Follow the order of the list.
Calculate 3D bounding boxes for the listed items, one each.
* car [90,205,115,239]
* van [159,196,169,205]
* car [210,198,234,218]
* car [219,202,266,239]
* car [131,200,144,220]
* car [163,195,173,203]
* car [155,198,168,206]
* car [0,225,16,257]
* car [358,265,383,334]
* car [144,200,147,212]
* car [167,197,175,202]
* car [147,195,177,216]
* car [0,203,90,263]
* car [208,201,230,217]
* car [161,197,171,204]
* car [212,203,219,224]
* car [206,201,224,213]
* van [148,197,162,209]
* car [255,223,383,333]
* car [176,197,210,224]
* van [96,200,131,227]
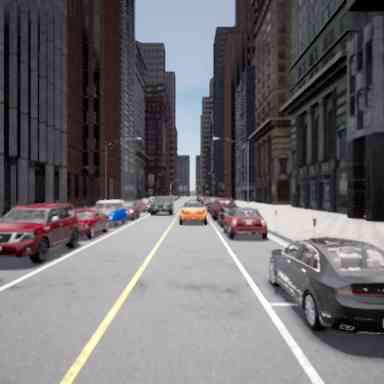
[{"bbox_3d":[-5.766,1.641,18.023,1.887,1.381,4.507,0,0,0],"label":"car"},{"bbox_3d":[-5.769,1.715,68.753,1.690,1.788,3.998,0,0,0],"label":"van"},{"bbox_3d":[2.758,1.473,29.308,2.192,1.841,5.009,0,0,0],"label":"car"},{"bbox_3d":[2.759,1.537,18.034,1.967,1.590,4.097,0,0,0],"label":"car"},{"bbox_3d":[-5.767,1.597,29.297,1.967,1.590,4.097,0,0,0],"label":"car"},{"bbox_3d":[-5.770,1.754,80.027,2.192,1.841,5.009,0,0,0],"label":"car"},{"bbox_3d":[-5.768,1.892,63.116,2.008,1.369,4.403,0,0,0],"label":"car"},{"bbox_3d":[-5.765,1.602,6.750,1.947,1.339,4.313,0,0,0],"label":"car"},{"bbox_3d":[2.760,1.533,1.295,1.752,1.417,4.829,0,0,0],"label":"car"},{"bbox_3d":[-5.767,1.658,40.571,1.967,1.590,4.097,0,0,0],"label":"car"},{"bbox_3d":[-5.770,2.071,91.298,1.947,1.339,4.313,0,0,0],"label":"car"},{"bbox_3d":[-3.059,1.413,35.253,2.150,2.045,5.566,0,-1,0],"label":"car"},{"bbox_3d":[-5.766,1.382,12.387,2.192,1.841,5.009,0,0,0],"label":"car"},{"bbox_3d":[2.758,1.733,34.943,1.887,1.381,4.507,0,0,0],"label":"car"},{"bbox_3d":[-5.769,1.847,74.389,1.967,1.590,4.097,0,0,0],"label":"car"},{"bbox_3d":[2.759,1.693,23.670,1.947,1.339,4.313,0,0,0],"label":"car"},{"bbox_3d":[2.758,1.784,40.579,1.947,1.339,4.313,0,0,0],"label":"car"},{"bbox_3d":[-5.768,1.619,51.844,1.690,1.788,3.998,0,0,0],"label":"van"},{"bbox_3d":[2.760,1.588,6.761,2.008,1.369,4.403,0,0,0],"label":"car"},{"bbox_3d":[0.097,1.496,26.606,2.097,1.767,4.553,0,0,0],"label":"car"},{"bbox_3d":[-5.767,1.468,23.661,1.690,1.788,3.998,0,0,0],"label":"van"}]
